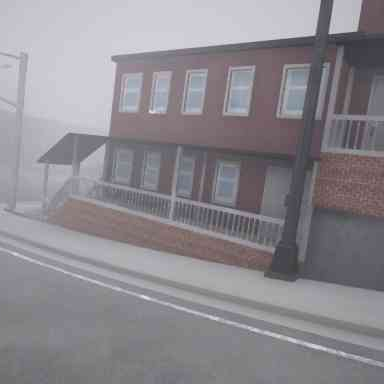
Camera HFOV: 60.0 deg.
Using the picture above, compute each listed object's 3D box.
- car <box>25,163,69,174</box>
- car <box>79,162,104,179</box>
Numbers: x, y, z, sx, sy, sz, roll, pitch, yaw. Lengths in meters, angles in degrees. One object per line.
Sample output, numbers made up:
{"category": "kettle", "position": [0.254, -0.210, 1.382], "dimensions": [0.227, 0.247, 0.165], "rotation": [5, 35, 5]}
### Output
{"category": "car", "position": [-17.477, -2.945, 40.225], "dimensions": [1.895, 1.301, 4.718], "rotation": [11, 7, 35]}
{"category": "car", "position": [-11.789, -2.755, 42.105], "dimensions": [2.150, 2.045, 5.566], "rotation": [11, 6, 36]}
